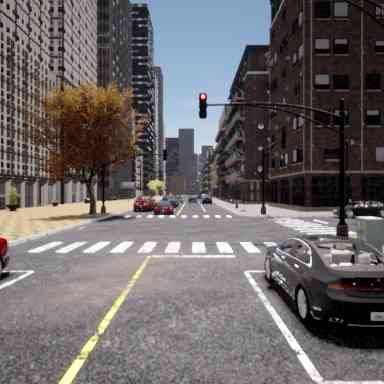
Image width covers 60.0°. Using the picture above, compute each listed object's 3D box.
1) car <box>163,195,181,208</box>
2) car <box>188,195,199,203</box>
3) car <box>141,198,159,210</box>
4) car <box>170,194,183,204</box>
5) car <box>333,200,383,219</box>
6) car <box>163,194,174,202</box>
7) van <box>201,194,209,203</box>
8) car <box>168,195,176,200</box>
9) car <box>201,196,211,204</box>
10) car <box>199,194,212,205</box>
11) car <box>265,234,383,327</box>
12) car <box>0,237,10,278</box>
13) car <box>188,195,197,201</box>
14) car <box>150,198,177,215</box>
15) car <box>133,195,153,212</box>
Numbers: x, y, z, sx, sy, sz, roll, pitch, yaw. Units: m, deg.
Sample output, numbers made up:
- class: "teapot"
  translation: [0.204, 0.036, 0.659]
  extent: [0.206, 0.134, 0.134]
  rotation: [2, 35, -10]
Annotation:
- class: "car"
  translation: [-3.019, 1.584, 49.161]
  extent: [1.994, 1.385, 4.181]
  rotation: [0, 0, 0]
- class: "car"
  translation: [0.104, 1.531, 68.662]
  extent: [2.128, 1.511, 4.902]
  rotation: [0, 0, 0]
- class: "car"
  translation: [-5.624, 1.582, 44.872]
  extent: [1.947, 1.339, 4.313]
  rotation: [0, 0, 0]
- class: "car"
  translation: [-2.917, 1.388, 67.349]
  extent: [2.097, 1.767, 4.553]
  rotation: [0, 0, 1]
- class: "car"
  translation: [13.465, 1.344, 26.337]
  extent: [4.403, 1.369, 2.008]
  rotation: [-1, 1, 0]
- class: "car"
  translation: [-5.573, 1.368, 78.009]
  extent: [2.192, 1.841, 5.009]
  rotation: [0, 0, 0]
- class: "van"
  translation: [2.799, 1.386, 72.474]
  extent: [1.690, 1.788, 3.998]
  rotation: [0, 0, 0]
- class: "car"
  translation: [-5.547, 1.633, 94.578]
  extent: [2.008, 1.369, 4.403]
  rotation: [0, 0, 0]
- class: "car"
  translation: [2.792, 1.563, 67.120]
  extent: [1.752, 1.417, 4.829]
  rotation: [0, 0, 0]
- class: "car"
  translation: [2.783, 1.596, 61.427]
  extent: [1.947, 1.339, 4.313]
  rotation: [0, 0, 0]
- class: "car"
  translation: [2.698, 1.550, 6.948]
  extent: [2.008, 1.369, 4.403]
  rotation: [0, 0, 0]
- class: "car"
  translation: [-5.682, 1.544, 6.961]
  extent: [1.887, 1.381, 4.507]
  rotation: [0, 0, 0]
- class: "car"
  translation: [0.121, 1.444, 79.084]
  extent: [2.033, 1.411, 5.357]
  rotation: [0, 0, 0]
- class: "car"
  translation: [-2.831, 1.572, 33.576]
  extent: [1.994, 1.385, 4.181]
  rotation: [0, 0, -4]
- class: "car"
  translation: [-5.633, 1.327, 39.349]
  extent: [2.192, 1.841, 5.009]
  rotation: [0, 0, 0]
